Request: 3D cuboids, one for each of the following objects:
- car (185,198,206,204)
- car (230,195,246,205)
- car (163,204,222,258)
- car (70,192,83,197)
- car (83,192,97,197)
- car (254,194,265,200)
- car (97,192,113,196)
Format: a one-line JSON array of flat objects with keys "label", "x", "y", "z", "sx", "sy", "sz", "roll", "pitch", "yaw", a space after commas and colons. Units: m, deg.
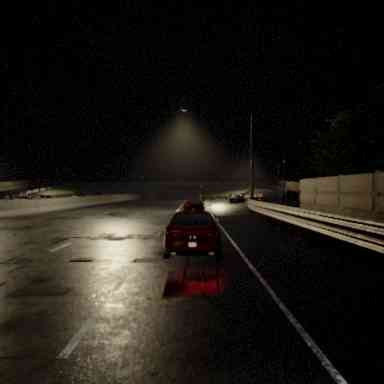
[{"label": "car", "x": 0.296, "y": 1.352, "z": 31.774, "sx": 1.882, "sy": 1.535, "sz": 5.008, "roll": 0, "pitch": 0, "yaw": 4}, {"label": "car", "x": 7.848, "y": 1.337, "z": 56.834, "sx": 2.128, "sy": 1.511, "sz": 4.902, "roll": 1, "pitch": 0, "yaw": 24}, {"label": "car", "x": 0.020, "y": 1.429, "z": 12.539, "sx": 1.882, "sy": 1.535, "sz": 5.008, "roll": 0, "pitch": 0, "yaw": 0}, {"label": "car", "x": -27.707, "y": 0.943, "z": 81.027, "sx": 2.150, "sy": 2.045, "sz": 5.566, "roll": 0, "pitch": 0, "yaw": 0}, {"label": "car", "x": -24.207, "y": 1.073, "z": 81.073, "sx": 2.097, "sy": 1.767, "sz": 4.553, "roll": 0, "pitch": 0, "yaw": 0}, {"label": "car", "x": 14.975, "y": 1.203, "z": 74.110, "sx": 1.882, "sy": 1.535, "sz": 5.008, "roll": 0, "pitch": 1, "yaw": 20}, {"label": "car", "x": -20.707, "y": 0.943, "z": 80.999, "sx": 2.150, "sy": 2.045, "sz": 5.566, "roll": 0, "pitch": 0, "yaw": 0}]
